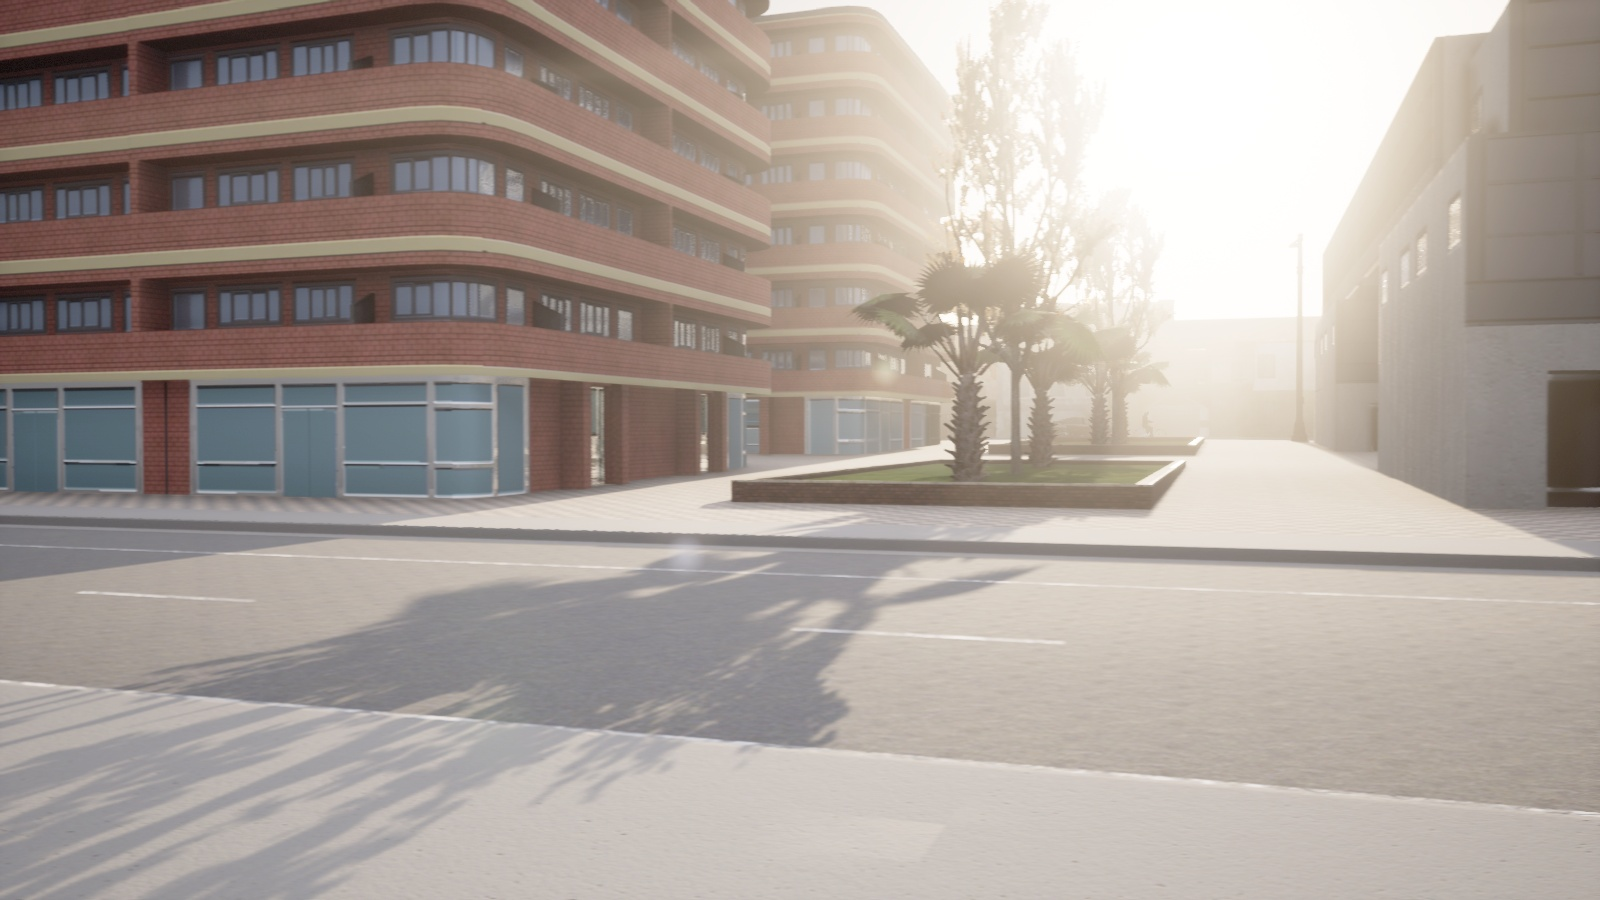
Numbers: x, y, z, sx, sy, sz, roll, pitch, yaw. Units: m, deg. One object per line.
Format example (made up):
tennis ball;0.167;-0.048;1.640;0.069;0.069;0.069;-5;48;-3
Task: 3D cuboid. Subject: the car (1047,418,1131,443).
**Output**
car;17.773;-1.182;77.149;4.792;1.488;2.163;0;1;19
